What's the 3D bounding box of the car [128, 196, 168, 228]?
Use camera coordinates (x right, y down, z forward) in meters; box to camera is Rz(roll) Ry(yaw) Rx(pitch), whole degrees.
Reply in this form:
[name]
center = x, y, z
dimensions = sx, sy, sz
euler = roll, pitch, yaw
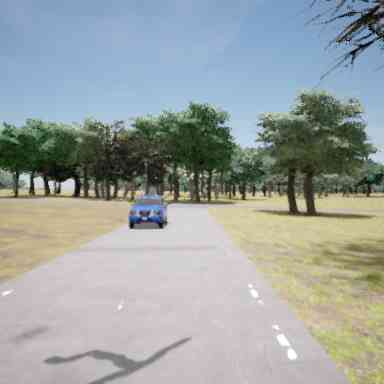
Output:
[car]
center = -2.849, 1.279, 22.719
dimensions = 2.150, 2.045, 5.566
euler = 0, 0, 0
